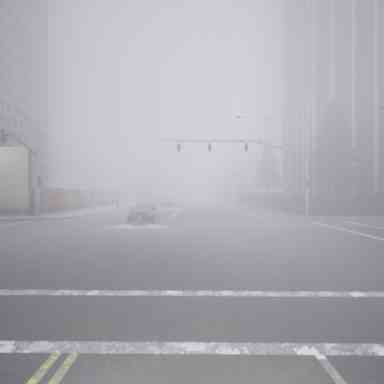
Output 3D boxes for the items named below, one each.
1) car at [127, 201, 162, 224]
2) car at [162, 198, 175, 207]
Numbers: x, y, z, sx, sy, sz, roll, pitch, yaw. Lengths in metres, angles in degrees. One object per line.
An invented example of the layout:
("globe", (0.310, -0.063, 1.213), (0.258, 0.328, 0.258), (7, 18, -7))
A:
("car", (-3.516, 1.487, 24.456), (1.812, 1.442, 4.674), (0, 0, 0))
("car", (-3.538, 1.540, 49.290), (1.895, 1.301, 4.718), (0, 0, 0))
